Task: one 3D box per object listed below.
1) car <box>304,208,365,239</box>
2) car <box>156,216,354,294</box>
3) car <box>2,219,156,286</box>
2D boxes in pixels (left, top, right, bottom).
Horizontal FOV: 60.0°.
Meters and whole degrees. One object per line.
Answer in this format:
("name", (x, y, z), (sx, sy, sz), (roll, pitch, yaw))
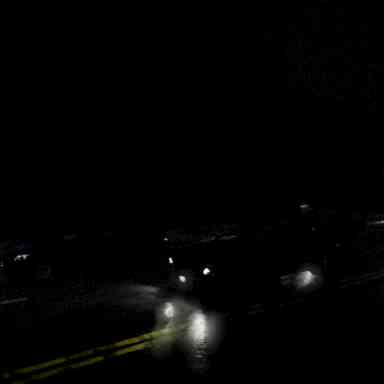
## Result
("car", (6.629, 1.567, 16.369), (4.892, 1.490, 1.837), (0, 0, -35))
("car", (1.942, 1.580, 9.063), (5.357, 1.411, 2.033), (0, 0, -36))
("car", (-2.820, 1.550, 9.653), (4.674, 1.442, 1.812), (1, 0, -35))
